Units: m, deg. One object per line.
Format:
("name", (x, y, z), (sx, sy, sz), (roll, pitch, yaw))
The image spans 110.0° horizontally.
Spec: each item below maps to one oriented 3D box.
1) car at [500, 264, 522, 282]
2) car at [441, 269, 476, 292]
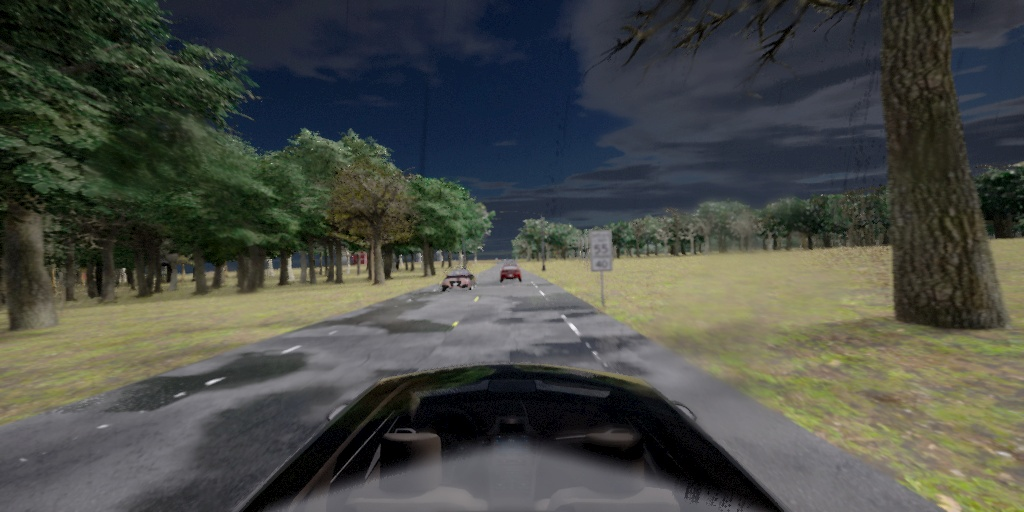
("car", (-0.103, 1.521, 32.935), (1.882, 1.535, 5.008), (-2, -1, 0))
("car", (-3.593, 1.618, 24.739), (1.994, 1.385, 4.181), (-2, -1, 0))
